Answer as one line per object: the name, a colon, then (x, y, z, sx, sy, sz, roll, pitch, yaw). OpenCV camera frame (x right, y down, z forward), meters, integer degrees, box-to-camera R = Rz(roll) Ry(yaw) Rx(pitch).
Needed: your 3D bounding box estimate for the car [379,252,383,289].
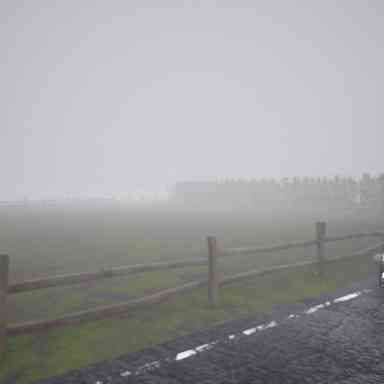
car: (6.192, 1.307, 7.496, 4.553, 1.767, 2.097, -1, 0, -35)
